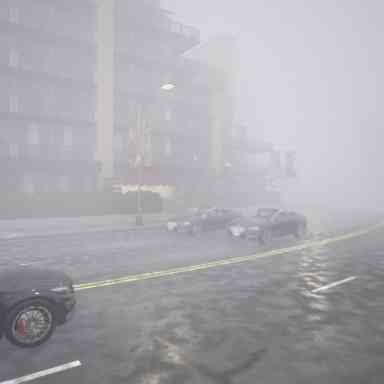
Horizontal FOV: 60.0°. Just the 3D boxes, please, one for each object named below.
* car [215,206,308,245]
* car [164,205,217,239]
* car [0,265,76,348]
[{"bbox_3d":[3.609,1.484,15.547,4.902,1.511,2.128,0,0,-44],"label":"car"},{"bbox_3d":[0.760,1.482,17.673,4.902,1.511,2.128,0,0,-43],"label":"car"},{"bbox_3d":[-4.060,1.522,4.584,4.674,1.442,1.812,0,0,-36],"label":"car"}]
